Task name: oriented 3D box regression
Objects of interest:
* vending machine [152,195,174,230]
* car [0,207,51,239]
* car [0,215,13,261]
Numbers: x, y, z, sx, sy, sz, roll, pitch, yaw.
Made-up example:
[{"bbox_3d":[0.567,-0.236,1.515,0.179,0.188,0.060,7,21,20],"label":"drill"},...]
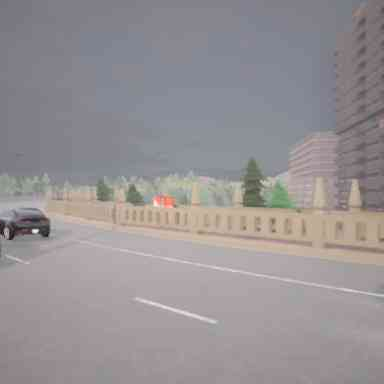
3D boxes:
[{"bbox_3d":[-1.801,1.263,20.736,1.100,2.100,0.880,0,0,-44],"label":"vending machine"},{"bbox_3d":[-8.865,1.545,17.078,1.837,1.490,4.892,0,0,-43],"label":"car"},{"bbox_3d":[-7.769,1.548,10.940,4.674,1.442,1.812,0,0,44],"label":"car"}]
